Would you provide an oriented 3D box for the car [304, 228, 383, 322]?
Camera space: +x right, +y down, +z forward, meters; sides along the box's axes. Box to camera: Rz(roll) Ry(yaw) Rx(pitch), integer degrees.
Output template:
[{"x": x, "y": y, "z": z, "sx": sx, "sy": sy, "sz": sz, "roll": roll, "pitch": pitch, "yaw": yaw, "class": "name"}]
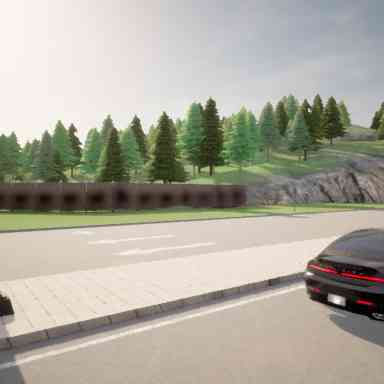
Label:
[{"x": 4.329, "y": 1.505, "z": 6.834, "sx": 4.892, "sy": 1.490, "sz": 1.837, "roll": 0, "pitch": 0, "yaw": -35, "class": "car"}]
